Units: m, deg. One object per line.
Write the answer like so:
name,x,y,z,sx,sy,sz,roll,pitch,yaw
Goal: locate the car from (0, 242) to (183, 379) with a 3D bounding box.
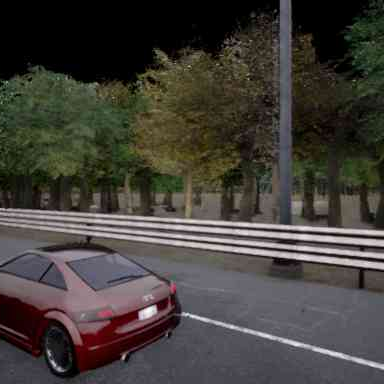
car,-2.213,1.565,5.567,4.181,1.385,1.994,0,0,35
